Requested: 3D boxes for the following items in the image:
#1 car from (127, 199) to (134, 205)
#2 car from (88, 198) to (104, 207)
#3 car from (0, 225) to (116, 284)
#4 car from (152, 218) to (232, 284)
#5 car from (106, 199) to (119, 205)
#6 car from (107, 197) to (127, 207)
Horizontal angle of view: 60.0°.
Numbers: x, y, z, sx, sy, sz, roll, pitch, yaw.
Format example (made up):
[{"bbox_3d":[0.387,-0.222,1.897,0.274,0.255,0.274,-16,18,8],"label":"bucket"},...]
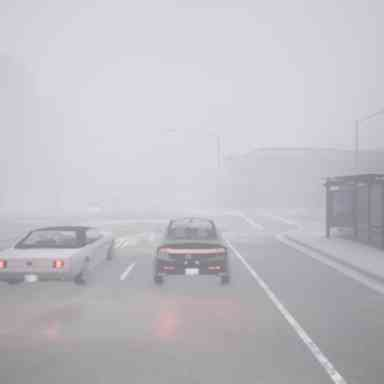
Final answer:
[{"bbox_3d":[-13.877,2.171,72.692,2.128,1.511,4.902,0,-1,-3],"label":"car"},{"bbox_3d":[-16.509,1.805,57.462,2.128,1.511,4.902,0,-1,-3],"label":"car"},{"bbox_3d":[-3.515,1.597,9.480,1.895,1.301,4.718,0,0,0],"label":"car"},{"bbox_3d":[-0.017,1.487,9.518,2.128,1.511,4.902,0,0,-1],"label":"car"},{"bbox_3d":[-17.383,2.244,72.676,1.895,1.301,4.718,0,-1,-3],"label":"car"},{"bbox_3d":[-13.013,1.663,57.603,2.097,1.767,4.553,0,-1,-3],"label":"car"}]
